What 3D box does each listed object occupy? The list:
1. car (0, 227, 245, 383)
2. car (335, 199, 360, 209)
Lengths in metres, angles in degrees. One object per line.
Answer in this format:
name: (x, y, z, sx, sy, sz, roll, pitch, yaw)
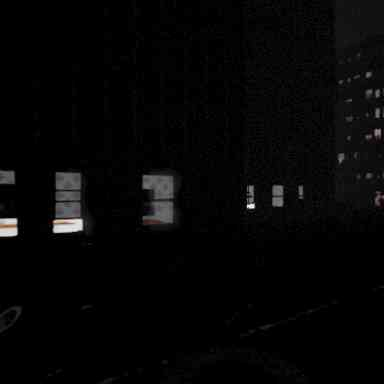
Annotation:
car: (-1.146, 1.436, 5.282, 4.097, 1.590, 1.967, 0, 0, -35)
car: (21.527, 1.692, 47.064, 1.967, 1.590, 4.097, -1, 0, -36)
